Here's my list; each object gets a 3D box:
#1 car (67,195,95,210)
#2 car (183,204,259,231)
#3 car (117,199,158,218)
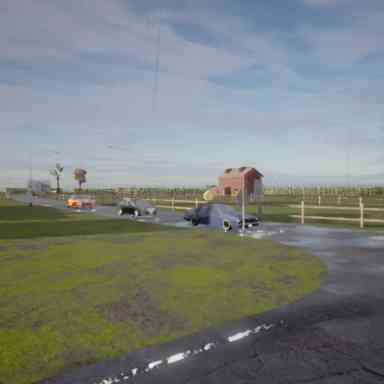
[{"bbox_3d":[-13.332,1.120,39.790,2.097,1.767,4.553,-1,1,-36],"label":"car"},{"bbox_3d":[1.601,1.463,20.635,2.033,1.411,5.357,-1,1,-38],"label":"car"},{"bbox_3d":[-4.774,1.342,28.622,2.128,1.511,4.902,-1,1,-38],"label":"car"}]
